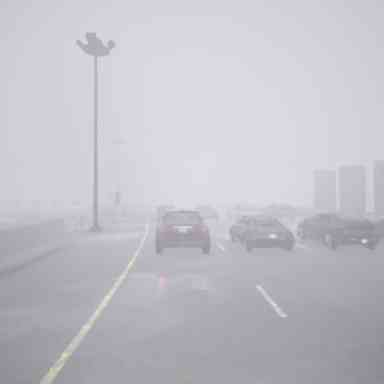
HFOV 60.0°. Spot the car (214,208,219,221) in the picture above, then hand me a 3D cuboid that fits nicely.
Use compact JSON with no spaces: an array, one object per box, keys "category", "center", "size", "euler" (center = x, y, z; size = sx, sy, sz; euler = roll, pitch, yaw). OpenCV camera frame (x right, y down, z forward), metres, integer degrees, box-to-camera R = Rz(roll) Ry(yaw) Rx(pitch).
[{"category":"car","center":[1.152,1.856,30.605],"size":[1.994,1.385,4.181],"euler":[0,0,-9]}]

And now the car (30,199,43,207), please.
[{"category":"car","center":[-29.492,2.117,63.132],"size":[1.837,1.490,4.892],"euler":[0,-1,-22]}]

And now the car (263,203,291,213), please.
[{"category":"car","center":[8.070,1.791,31.687],"size":[2.128,1.511,4.902],"euler":[0,0,-9]}]

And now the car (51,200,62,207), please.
[{"category":"car","center":[-26.299,2.167,64.570],"size":[2.033,1.411,5.357],"euler":[0,-1,-22]}]

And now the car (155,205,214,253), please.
[{"category":"car","center":[-0.487,1.490,14.516],"size":[2.097,1.767,4.553],"euler":[0,-1,-4]}]

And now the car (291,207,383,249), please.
[{"category":"car","center":[6.475,1.650,15.256],"size":[1.837,1.490,4.892],"euler":[0,0,-4]}]

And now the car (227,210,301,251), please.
[{"category":"car","center":[2.988,1.706,14.966],"size":[1.994,1.385,4.181],"euler":[0,0,-4]}]

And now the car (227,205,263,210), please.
[{"category":"car","center":[4.645,1.894,30.958],"size":[1.895,1.301,4.718],"euler":[0,-1,-9]}]

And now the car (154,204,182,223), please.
[{"category":"car","center":[-2.251,1.833,29.753],"size":[2.033,1.411,5.357],"euler":[0,-1,-9]}]

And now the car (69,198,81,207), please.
[{"category":"car","center":[-23.107,2.195,66.010],"size":[1.994,1.385,4.181],"euler":[0,-1,-22]}]

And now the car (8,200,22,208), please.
[{"category":"car","center":[-32.684,2.146,61.694],"size":[2.033,1.411,5.357],"euler":[0,-1,-22]}]
